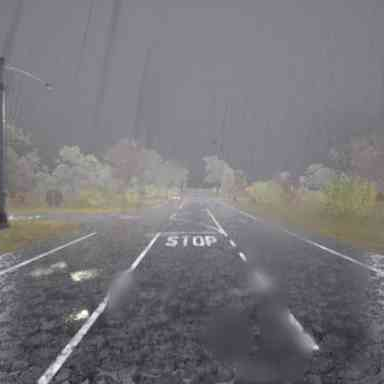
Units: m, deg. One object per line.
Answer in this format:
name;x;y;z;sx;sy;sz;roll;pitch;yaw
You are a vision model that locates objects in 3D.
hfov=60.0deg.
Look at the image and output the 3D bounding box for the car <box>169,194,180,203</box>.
car;-3.415;1.200;66.233;2.097;1.767;4.553;0;0;0
